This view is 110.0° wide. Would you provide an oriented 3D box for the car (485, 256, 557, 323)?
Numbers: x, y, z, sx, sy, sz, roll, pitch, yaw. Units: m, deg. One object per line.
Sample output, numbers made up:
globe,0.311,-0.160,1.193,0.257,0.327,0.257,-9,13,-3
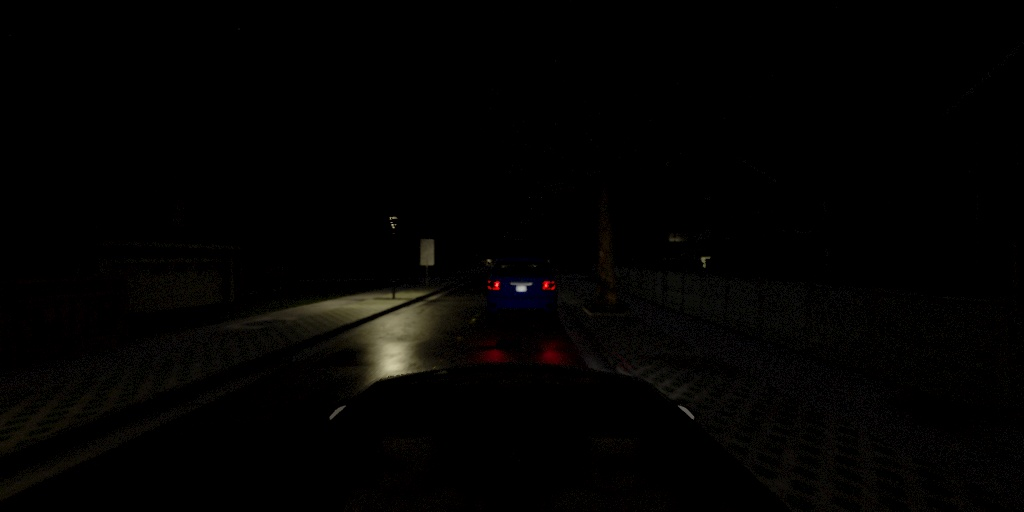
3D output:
car,0.315,1.044,12.656,2.150,2.045,5.566,0,-1,1
